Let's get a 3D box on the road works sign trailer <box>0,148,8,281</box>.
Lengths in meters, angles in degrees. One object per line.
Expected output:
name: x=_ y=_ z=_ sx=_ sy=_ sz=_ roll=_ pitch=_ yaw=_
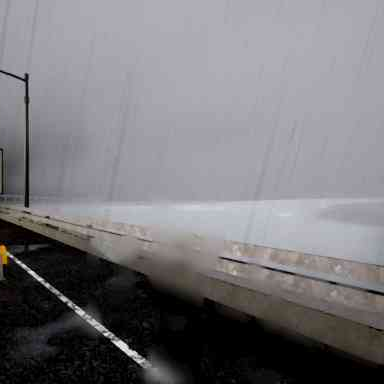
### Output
road works sign trailer: x=-6.478 y=0.468 z=8.991 sx=2.380 sy=3.560 sz=2.880 roll=0 pitch=0 yaw=-38
